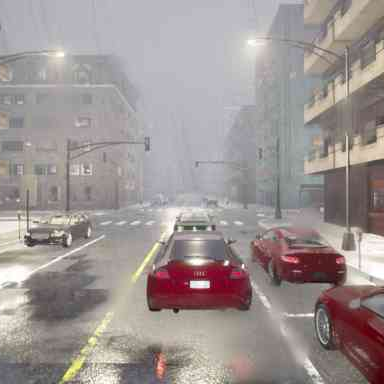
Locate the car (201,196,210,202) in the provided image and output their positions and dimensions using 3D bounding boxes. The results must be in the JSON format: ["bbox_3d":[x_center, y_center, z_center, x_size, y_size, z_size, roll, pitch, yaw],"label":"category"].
[{"bbox_3d":[3.085,1.590,75.399,1.802,1.307,4.206,1,0,0],"label":"car"}]

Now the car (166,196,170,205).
[{"bbox_3d":[-5.419,1.574,58.473,1.947,1.339,4.313,1,0,0],"label":"car"}]

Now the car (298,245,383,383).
[{"bbox_3d":[2.671,1.583,3.348,1.802,1.307,4.206,1,0,0],"label":"car"}]

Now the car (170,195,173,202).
[{"bbox_3d":[-5.376,1.448,64.144,1.967,1.590,4.097,1,0,0],"label":"car"}]

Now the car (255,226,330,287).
[{"bbox_3d":[2.676,1.584,9.019,1.802,1.307,4.206,1,0,0],"label":"car"}]

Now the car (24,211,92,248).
[{"bbox_3d":[-5.755,1.554,14.766,2.008,1.369,4.403,1,0,0],"label":"car"}]

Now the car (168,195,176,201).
[{"bbox_3d":[-5.210,1.554,86.826,1.887,1.381,4.507,1,0,0],"label":"car"}]

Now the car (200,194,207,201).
[{"bbox_3d":[3.044,1.558,69.729,2.008,1.369,4.403,1,0,0],"label":"car"}]

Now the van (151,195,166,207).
[{"bbox_3d":[-5.533,1.349,52.811,1.690,1.788,3.998,1,0,0],"label":"van"}]

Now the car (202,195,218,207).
[{"bbox_3d":[3.014,1.558,51.141,2.008,1.369,4.403,1,0,0],"label":"car"}]

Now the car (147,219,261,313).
[{"bbox_3d":[0.114,1.566,7.743,1.994,1.385,4.181,0,0,-1],"label":"car"}]

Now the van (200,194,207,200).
[{"bbox_3d":[3.215,1.350,92.409,1.690,1.788,3.998,1,0,0],"label":"van"}]

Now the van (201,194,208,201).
[{"bbox_3d":[3.173,1.349,86.739,1.690,1.788,3.998,1,0,0],"label":"van"}]

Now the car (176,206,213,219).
[{"bbox_3d":[0.119,1.604,16.560,1.895,1.301,4.718,0,0,0],"label":"car"}]

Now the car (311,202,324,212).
[{"bbox_3d":[15.584,1.518,36.901,4.507,1.381,1.887,0,-1,1],"label":"car"}]

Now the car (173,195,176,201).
[{"bbox_3d":[-5.294,1.575,75.485,1.947,1.339,4.313,1,0,0],"label":"car"}]
